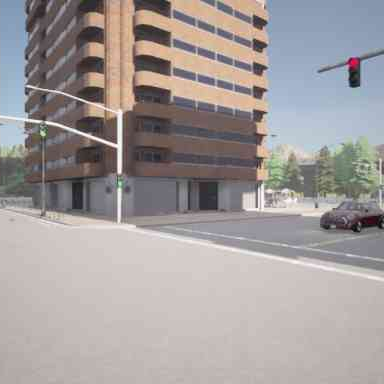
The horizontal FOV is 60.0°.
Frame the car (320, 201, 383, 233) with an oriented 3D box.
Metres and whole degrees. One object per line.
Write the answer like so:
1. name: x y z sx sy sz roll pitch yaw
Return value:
1. car: 9.667 1.350 19.901 4.553 1.767 2.097 0 0 -37
